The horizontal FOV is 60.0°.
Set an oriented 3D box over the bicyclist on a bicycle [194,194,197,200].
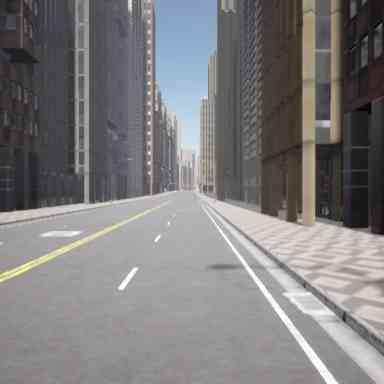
[{"bbox_3d":[0.881,1.289,90.486,0.582,1.620,1.656,-1,0,0],"label":"bicyclist on a bicycle"}]
